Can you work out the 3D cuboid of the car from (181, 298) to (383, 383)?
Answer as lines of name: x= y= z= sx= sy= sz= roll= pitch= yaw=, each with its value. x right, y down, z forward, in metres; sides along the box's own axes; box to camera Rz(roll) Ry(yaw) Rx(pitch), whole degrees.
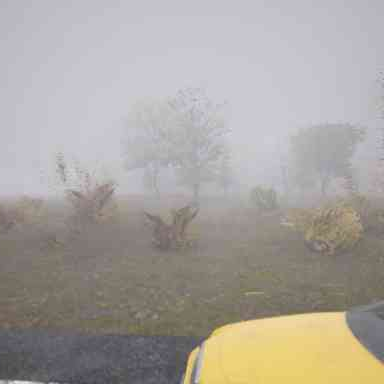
car: x=2.564 y=1.458 z=2.703 sx=5.366 sy=1.575 sz=1.801 roll=0 pitch=0 yaw=6
